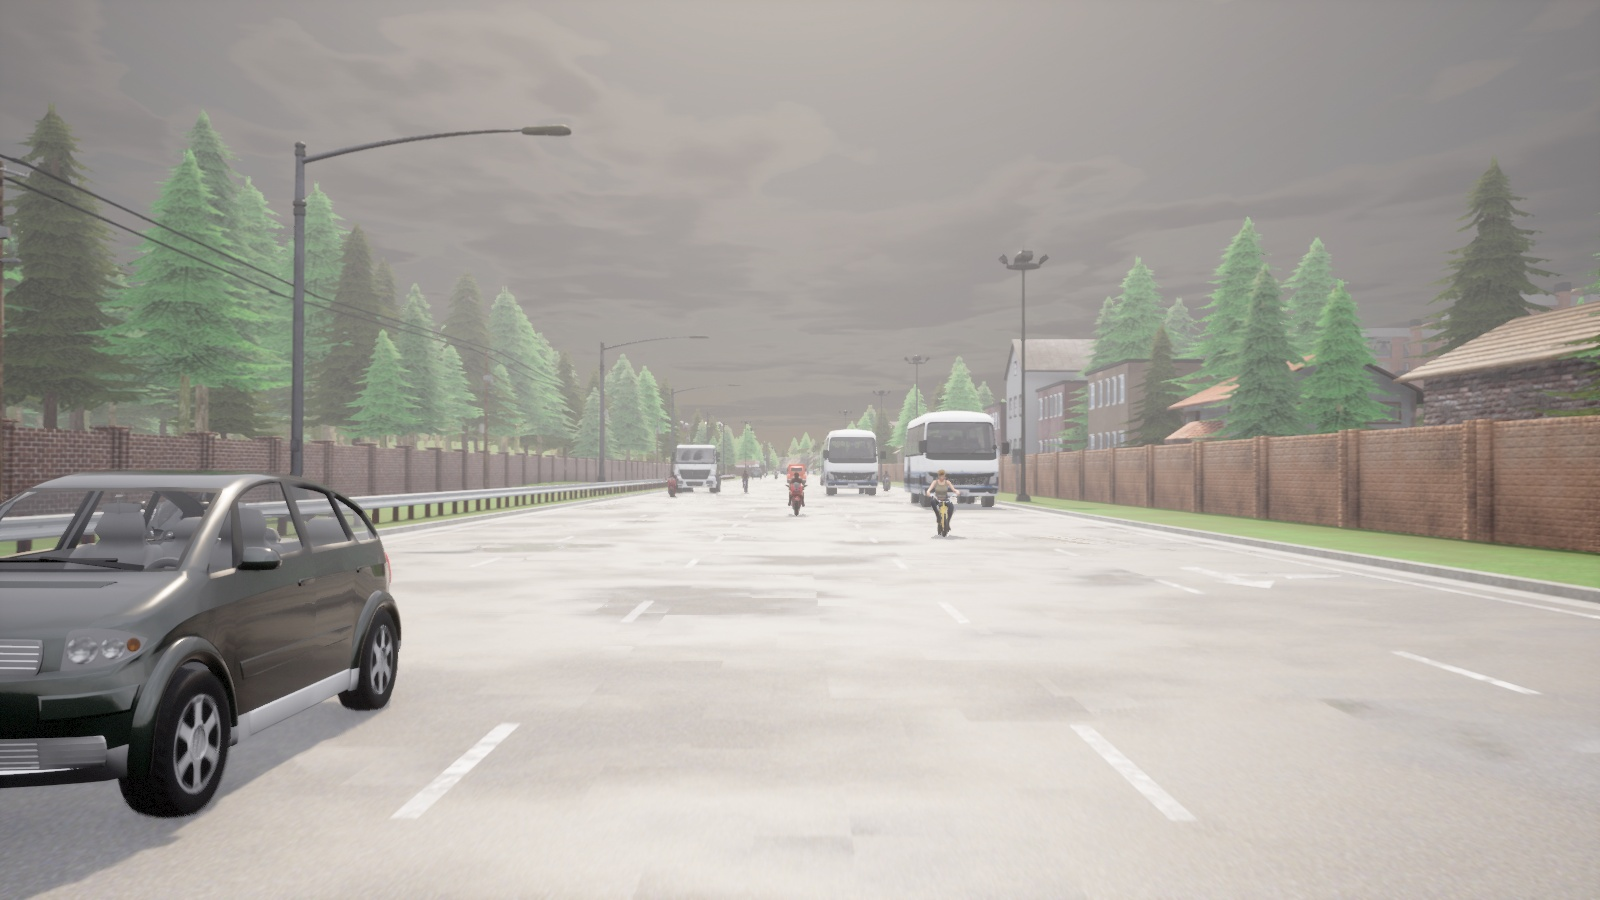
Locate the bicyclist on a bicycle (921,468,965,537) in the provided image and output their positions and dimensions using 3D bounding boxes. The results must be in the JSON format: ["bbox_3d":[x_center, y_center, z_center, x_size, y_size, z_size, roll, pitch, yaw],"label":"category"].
[{"bbox_3d":[3.423,1.242,30.118,0.866,1.612,1.509,0,-1,0],"label":"bicyclist on a bicycle"}]

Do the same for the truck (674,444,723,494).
[{"bbox_3d":[-7.227,1.370,90.113,2.891,3.462,7.936,0,-1,0],"label":"truck"}]

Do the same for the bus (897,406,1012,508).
[{"bbox_3d":[6.852,0.372,57.450,3.944,4.253,10.273,0,-1,0],"label":"bus"}]

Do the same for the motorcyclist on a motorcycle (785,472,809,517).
[{"bbox_3d":[-0.109,1.533,43.958,0.797,1.523,2.044,0,-1,0],"label":"motorcyclist on a motorcycle"}]

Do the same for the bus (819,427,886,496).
[{"bbox_3d":[3.290,0.810,82.745,3.944,4.253,10.273,0,-1,0],"label":"bus"}]

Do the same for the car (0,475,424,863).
[{"bbox_3d":[-3.517,0.923,6.917,1.789,1.549,3.705,0,-1,0],"label":"car"}]
